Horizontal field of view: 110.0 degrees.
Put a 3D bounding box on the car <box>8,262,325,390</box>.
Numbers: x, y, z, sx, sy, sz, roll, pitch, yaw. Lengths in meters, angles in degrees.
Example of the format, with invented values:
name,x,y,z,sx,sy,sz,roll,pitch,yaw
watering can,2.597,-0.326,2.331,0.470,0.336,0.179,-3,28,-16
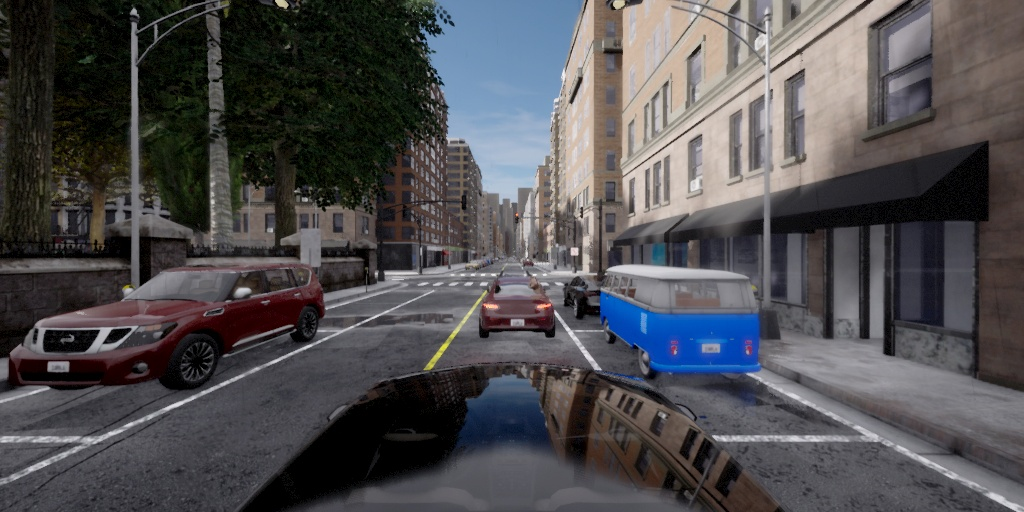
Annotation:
name,x,y,z,sx,sy,sz,roll,pitch,yaw
car,-5.654,1.063,6.989,2.192,1.841,5.009,0,0,0

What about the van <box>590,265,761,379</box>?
name,x,y,z,sx,sy,sz,roll,pitch,yaw
van,2.870,1.089,7.006,1.690,1.789,3.998,0,0,0

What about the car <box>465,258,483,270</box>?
name,x,y,z,sx,sy,sz,roll,pitch,yaw
car,-5.539,1.239,50.508,1.751,1.417,4.829,0,0,0

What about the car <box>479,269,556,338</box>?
name,x,y,z,sx,sy,sz,roll,pitch,yaw
car,0.127,1.273,10.048,1.812,1.442,4.674,0,0,0

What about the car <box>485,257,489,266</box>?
name,x,y,z,sx,sy,sz,roll,pitch,yaw
car,-5.510,1.254,61.579,1.888,1.381,4.507,0,0,0

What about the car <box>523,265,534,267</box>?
name,x,y,z,sx,sy,sz,roll,pitch,yaw
car,0.121,1.342,18.870,1.895,1.301,4.718,0,0,-1

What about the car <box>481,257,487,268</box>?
name,x,y,z,sx,sy,sz,roll,pitch,yaw
car,-5.524,1.261,56.128,2.007,1.370,4.403,0,0,0

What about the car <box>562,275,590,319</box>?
name,x,y,z,sx,sy,sz,roll,pitch,yaw
car,2.886,1.311,12.667,1.948,1.339,4.313,0,0,0
